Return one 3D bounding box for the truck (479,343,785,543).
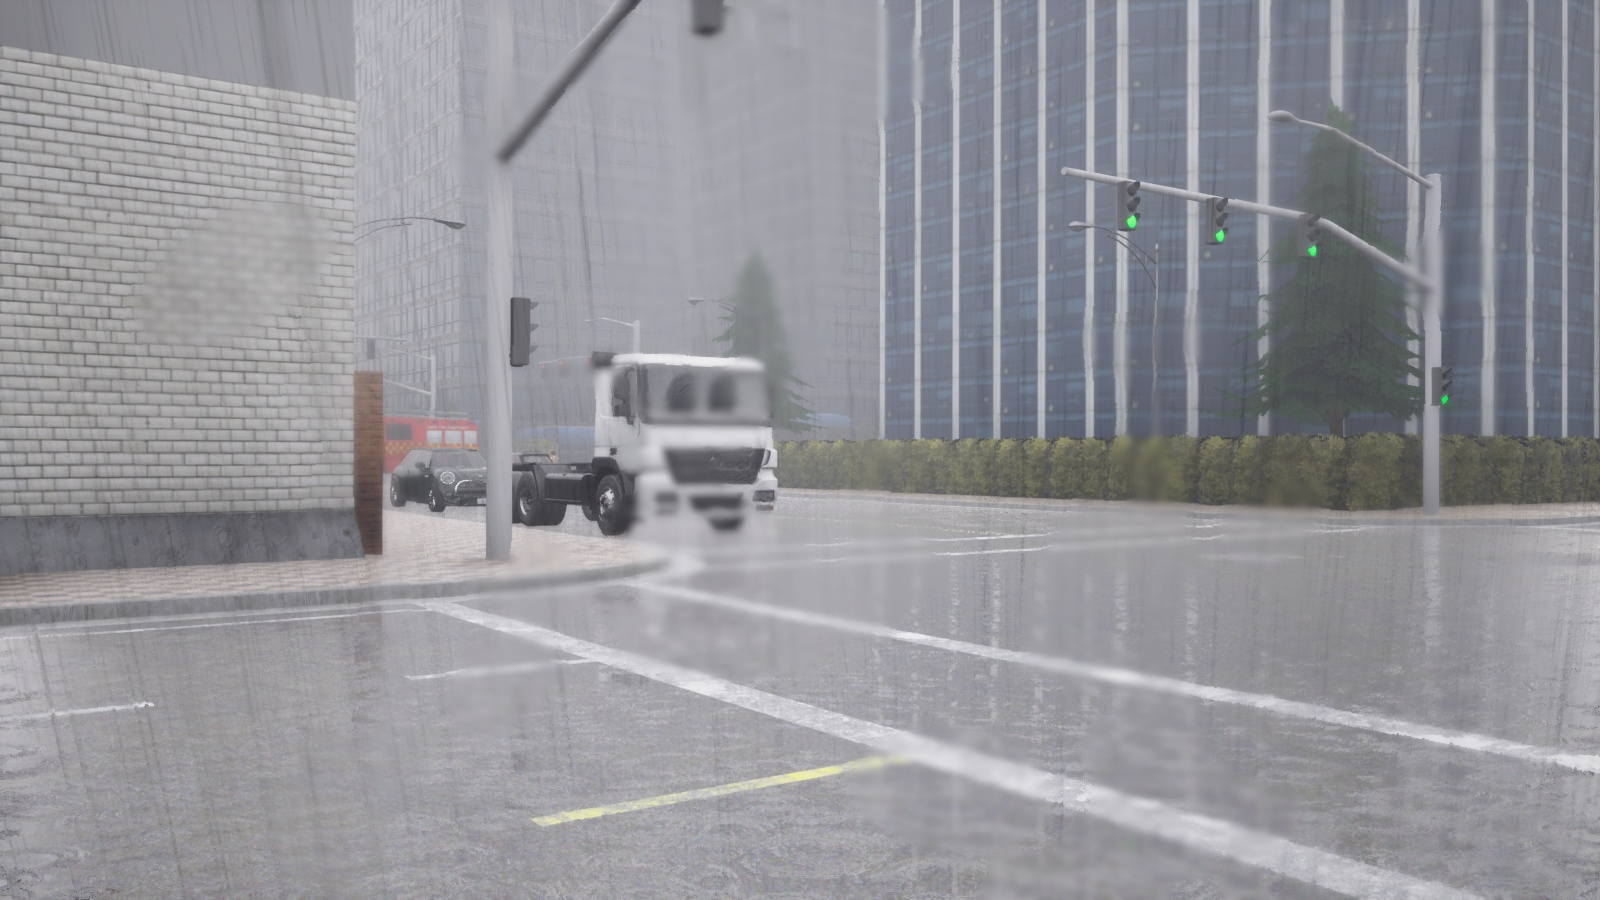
[{"bbox_3d":[-3.750,-0.110,25.811,2.891,3.462,7.936,0,0,-35],"label":"truck"}]

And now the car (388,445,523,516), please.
[{"bbox_3d":[-9.337,0.761,33.803,2.097,1.767,4.553,0,0,-35],"label":"car"}]

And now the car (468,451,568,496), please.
[{"bbox_3d":[-10.881,0.871,48.227,2.033,1.649,4.856,0,0,-35],"label":"car"}]

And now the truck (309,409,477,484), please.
[{"bbox_3d":[-21.936,-0.151,68.154,2.891,3.827,8.468,-1,0,38],"label":"truck"}]
